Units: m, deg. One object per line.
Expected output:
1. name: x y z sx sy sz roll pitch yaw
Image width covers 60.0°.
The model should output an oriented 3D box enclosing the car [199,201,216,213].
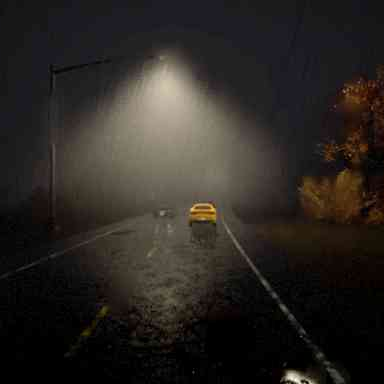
1. car: 2.003 1.821 41.535 1.994 1.385 4.181 0 0 5

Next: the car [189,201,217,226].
1. car: 0.824 1.633 24.702 1.882 1.535 5.008 0 -1 3

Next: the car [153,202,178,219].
1. car: -2.441 1.686 31.499 2.128 1.511 4.902 0 0 4
